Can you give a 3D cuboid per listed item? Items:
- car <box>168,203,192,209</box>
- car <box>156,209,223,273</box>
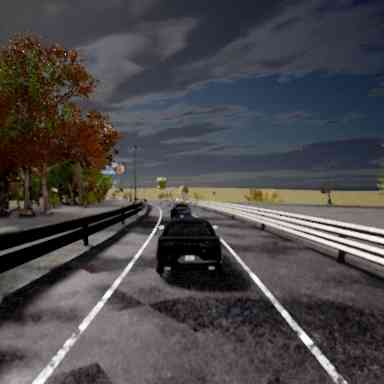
[{"bbox_3d":[-1.013,1.767,29.759,1.837,1.490,4.892,0,-1,-4],"label":"car"},{"bbox_3d":[-0.120,1.574,11.128,1.882,1.535,5.008,0,0,-1],"label":"car"}]
